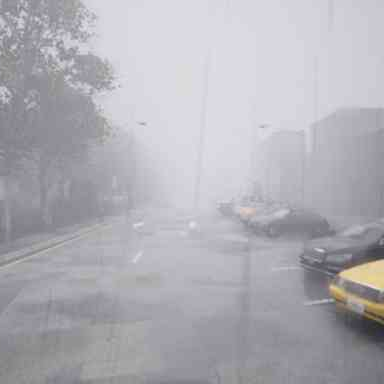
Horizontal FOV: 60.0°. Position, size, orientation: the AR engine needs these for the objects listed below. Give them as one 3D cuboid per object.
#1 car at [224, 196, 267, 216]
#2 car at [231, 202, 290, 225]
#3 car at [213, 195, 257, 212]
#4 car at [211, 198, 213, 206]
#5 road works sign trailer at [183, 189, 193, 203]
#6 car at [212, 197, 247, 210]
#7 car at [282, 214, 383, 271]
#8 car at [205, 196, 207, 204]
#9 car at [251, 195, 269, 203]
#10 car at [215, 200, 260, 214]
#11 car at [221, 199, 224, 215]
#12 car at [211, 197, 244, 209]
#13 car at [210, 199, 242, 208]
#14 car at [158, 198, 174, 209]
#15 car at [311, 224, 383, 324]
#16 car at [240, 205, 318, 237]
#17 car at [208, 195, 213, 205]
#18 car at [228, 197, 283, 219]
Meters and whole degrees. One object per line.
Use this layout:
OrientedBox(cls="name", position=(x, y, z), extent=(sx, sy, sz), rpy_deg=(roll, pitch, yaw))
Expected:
OrientedBox(cls="car", position=(5.410, 1.487, 27.304), extent=(4.553, 1.767, 2.185), rpy_deg=(1, 0, -20))
OrientedBox(cls="car", position=(5.321, 1.610, 21.282), extent=(4.792, 1.488, 2.163), rpy_deg=(1, 0, -20))
OrientedBox(cls="car", position=(5.400, 1.395, 33.279), extent=(5.566, 2.045, 2.435), rpy_deg=(1, 0, -20))
OrientedBox(cls="car", position=(5.253, 1.659, 36.236), extent=(5.366, 1.575, 1.946), rpy_deg=(1, 0, -20))
OrientedBox(cls="road works sign trailer", position=(-0.775, 1.075, 91.094), extent=(2.880, 3.560, 2.380), rpy_deg=(0, -1, -41))
OrientedBox(cls="car", position=(5.465, 1.622, 48.309), extent=(4.553, 1.767, 2.185), rpy_deg=(1, -1, -20))
OrientedBox(cls="car", position=(5.321, 1.528, 9.290), extent=(4.892, 1.521, 2.231), rpy_deg=(1, 0, -20))
OrientedBox(cls="car", position=(5.546, 1.843, 60.329), extent=(5.008, 1.535, 2.097), rpy_deg=(1, -1, -20))
OrientedBox(cls="car", position=(18.624, 1.857, 91.321), extent=(2.435, 2.045, 5.566), rpy_deg=(0, 0, -21))
OrientedBox(cls="car", position=(5.416, 1.714, 39.293), extent=(4.792, 1.488, 2.163), rpy_deg=(1, 0, -20))
OrientedBox(cls="car", position=(5.390, 1.669, 30.300), extent=(4.674, 1.452, 2.002), rpy_deg=(1, -1, -20))
OrientedBox(cls="car", position=(5.481, 1.645, 51.310), extent=(4.553, 1.767, 2.185), rpy_deg=(1, -1, -20))
OrientedBox(cls="car", position=(5.529, 1.834, 54.317), extent=(4.674, 1.452, 2.002), rpy_deg=(1, 0, -20))
OrientedBox(cls="car", position=(-3.940, 1.632, 50.686), extent=(2.097, 1.767, 4.553), rpy_deg=(0, -1, 0))
OrientedBox(cls="car", position=(5.135, 1.508, 6.226), extent=(5.366, 1.575, 1.946), rpy_deg=(1, 0, -20))
OrientedBox(cls="car", position=(5.339, 1.607, 18.290), extent=(4.674, 1.452, 2.002), rpy_deg=(1, 0, -20))
OrientedBox(cls="car", position=(5.439, 1.453, 42.296), extent=(5.566, 2.045, 2.435), rpy_deg=(1, 0, -20))
OrientedBox(cls="car", position=(5.395, 1.471, 24.303), extent=(4.553, 1.767, 2.185), rpy_deg=(1, 0, -20))
